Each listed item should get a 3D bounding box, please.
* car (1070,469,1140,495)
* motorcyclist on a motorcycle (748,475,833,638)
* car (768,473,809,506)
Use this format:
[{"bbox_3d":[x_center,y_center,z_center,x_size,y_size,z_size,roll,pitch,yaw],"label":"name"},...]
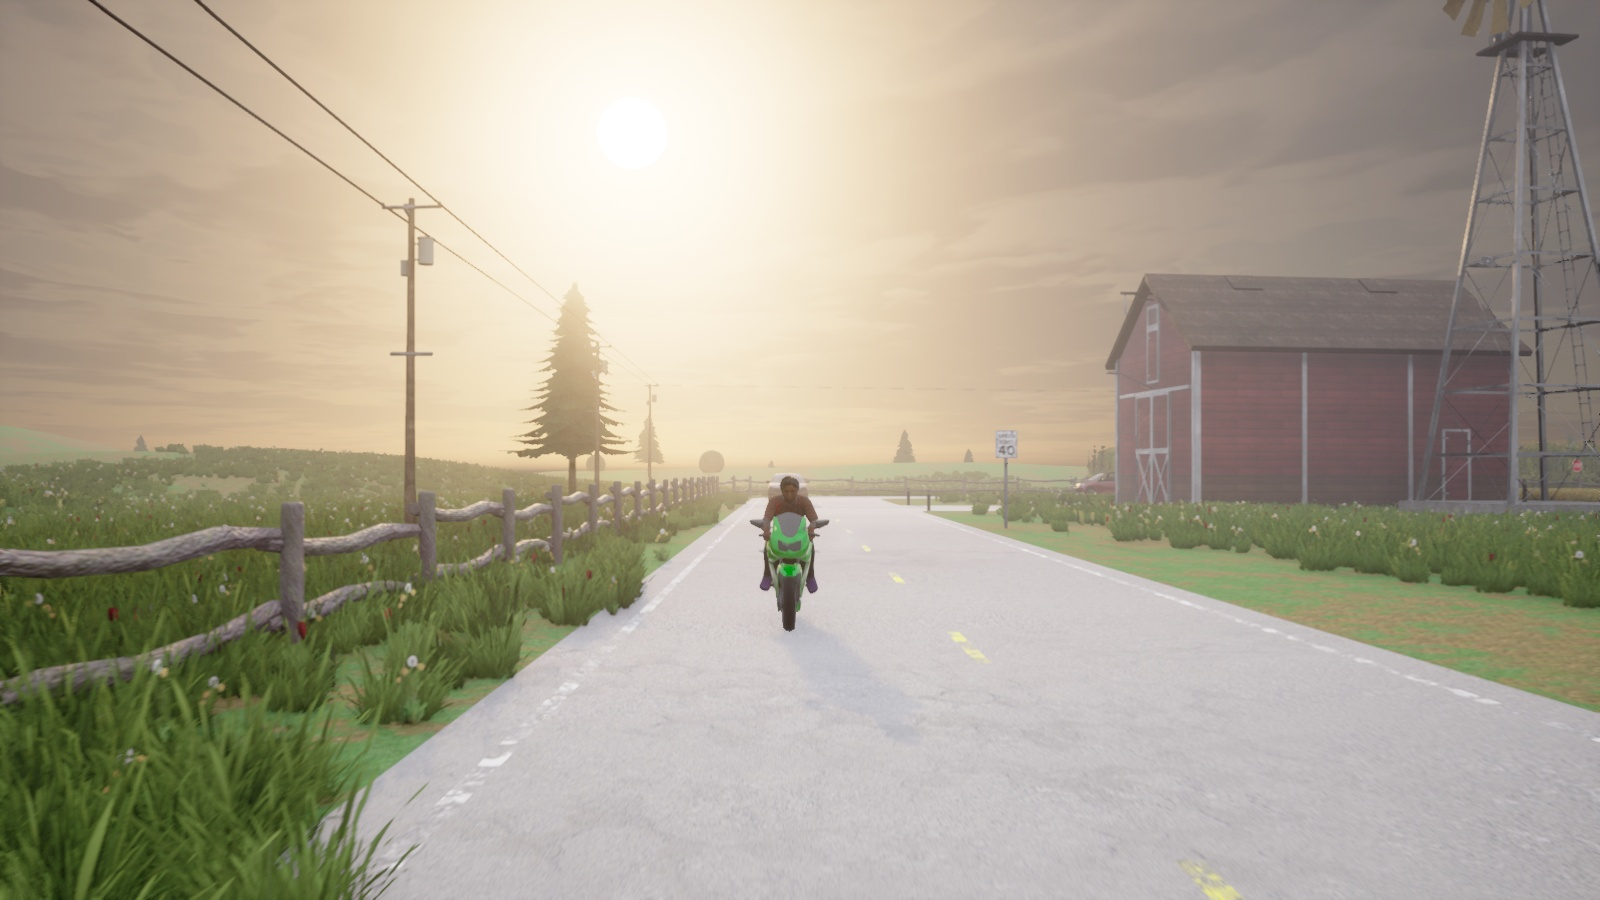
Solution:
[{"bbox_3d":[19.791,2.068,81.620,3.988,1.617,1.851,0,-1,-6],"label":"car"},{"bbox_3d":[-0.101,1.025,12.887,0.797,1.523,2.044,0,-1,-1],"label":"motorcyclist on a motorcycle"},{"bbox_3d":[-0.573,1.856,60.331,1.882,1.535,5.008,0,-1,-1],"label":"car"}]
